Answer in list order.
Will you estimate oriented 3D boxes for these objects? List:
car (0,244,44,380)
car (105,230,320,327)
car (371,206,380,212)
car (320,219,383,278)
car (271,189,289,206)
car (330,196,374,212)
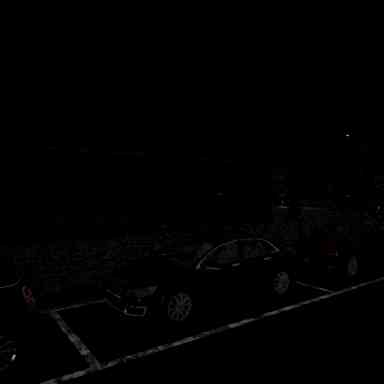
[{"bbox_3d":[-4.029,1.440,3.776,4.097,1.590,1.967,0,0,-36],"label":"car"},{"bbox_3d":[0.412,1.551,6.948,4.403,1.369,2.008,0,0,-36],"label":"car"},{"bbox_3d":[9.293,1.441,13.292,4.097,1.590,1.967,0,0,-36],"label":"car"},{"bbox_3d":[4.852,1.545,10.120,4.507,1.381,1.887,0,0,-36],"label":"car"},{"bbox_3d":[9.891,0.698,41.528,2.150,2.045,5.566,0,1,-35],"label":"car"},{"bbox_3d":[15.992,1.172,33.015,2.128,1.511,4.902,0,1,-36],"label":"car"}]
